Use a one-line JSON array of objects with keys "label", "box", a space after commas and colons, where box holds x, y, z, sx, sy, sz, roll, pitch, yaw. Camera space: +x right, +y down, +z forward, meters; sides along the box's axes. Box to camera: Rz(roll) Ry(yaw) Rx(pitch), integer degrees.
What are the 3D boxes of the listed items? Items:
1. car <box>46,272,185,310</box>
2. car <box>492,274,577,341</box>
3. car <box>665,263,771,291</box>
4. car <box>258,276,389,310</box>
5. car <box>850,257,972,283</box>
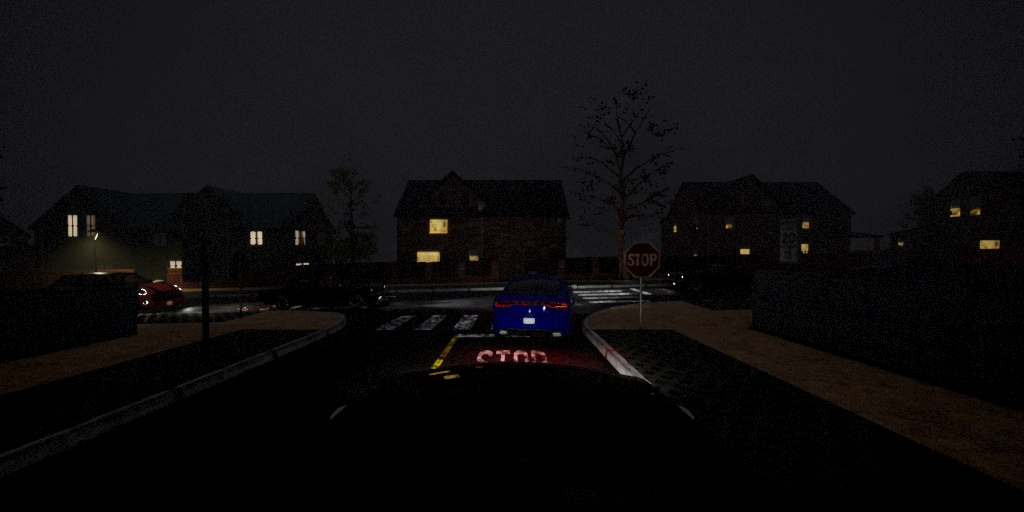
[{"label": "car", "box": [-16.809, 1.471, 15.233, 4.553, 1.767, 2.097, -1, 1, 0]}, {"label": "car", "box": [0.780, 1.226, 10.046, 1.882, 1.535, 5.008, 0, 0, 10]}, {"label": "car", "box": [10.398, 1.034, 18.188, 4.718, 1.301, 1.895, -1, 1, -1]}, {"label": "car", "box": [-7.821, 1.506, 15.247, 4.718, 1.301, 1.895, -1, 1, 0]}, {"label": "car", "box": [20.044, 0.753, 18.232, 5.357, 1.411, 2.033, -1, 1, 0]}]
